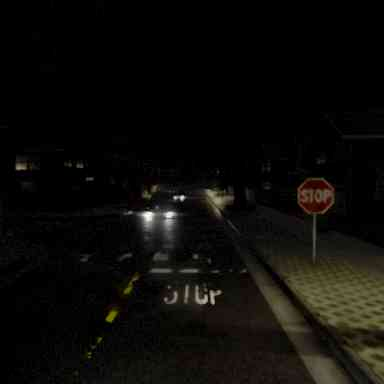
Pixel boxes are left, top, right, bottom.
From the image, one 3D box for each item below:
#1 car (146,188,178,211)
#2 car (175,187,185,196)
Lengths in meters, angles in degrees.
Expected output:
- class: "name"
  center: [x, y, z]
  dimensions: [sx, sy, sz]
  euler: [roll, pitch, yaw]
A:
- class: "car"
  center: [-2.477, 0.753, 27.081]
  dimensions: [1.837, 1.490, 4.892]
  euler: [0, 4, 2]
- class: "car"
  center: [-2.144, -0.106, 52.827]
  dimensions: [1.994, 1.385, 4.181]
  euler: [0, 2, 1]
